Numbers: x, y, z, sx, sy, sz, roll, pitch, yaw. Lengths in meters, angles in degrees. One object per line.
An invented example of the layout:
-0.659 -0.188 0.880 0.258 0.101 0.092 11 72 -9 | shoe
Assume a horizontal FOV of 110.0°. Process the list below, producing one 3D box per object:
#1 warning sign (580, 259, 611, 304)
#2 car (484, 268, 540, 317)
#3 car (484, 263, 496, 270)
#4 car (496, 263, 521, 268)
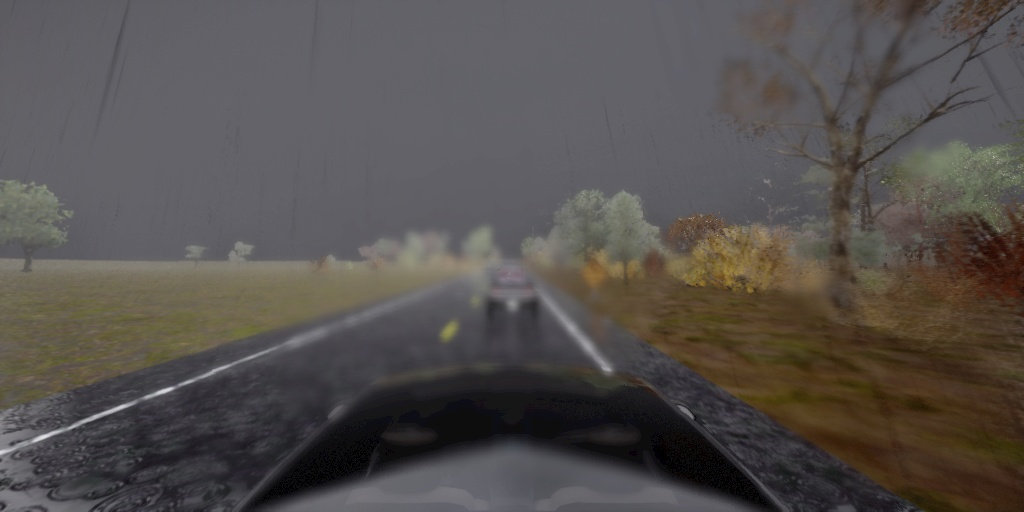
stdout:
3.550 1.039 15.256 1.300 1.860 1.060 0 0 0 | warning sign
0.045 1.400 14.051 2.128 1.511 4.902 0 -1 0 | car
-3.559 1.951 59.229 1.837 1.490 4.892 0 -1 0 | car
0.044 1.445 28.992 2.097 1.767 4.553 0 -1 0 | car
